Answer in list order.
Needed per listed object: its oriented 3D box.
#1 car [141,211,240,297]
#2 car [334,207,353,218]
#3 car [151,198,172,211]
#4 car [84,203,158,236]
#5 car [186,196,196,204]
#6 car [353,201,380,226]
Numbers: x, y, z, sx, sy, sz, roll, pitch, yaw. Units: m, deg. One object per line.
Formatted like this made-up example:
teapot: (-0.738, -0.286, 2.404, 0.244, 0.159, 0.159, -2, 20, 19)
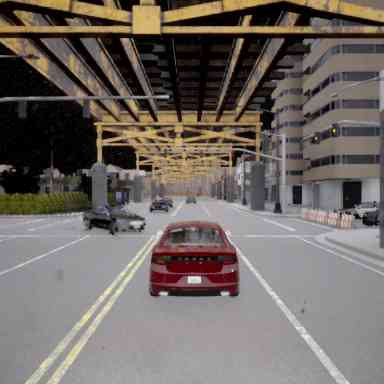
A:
car: (0.053, 1.478, 8.643, 1.882, 1.535, 5.008, 0, 0, 0)
car: (13.574, 1.295, 25.481, 4.536, 1.218, 1.853, 0, 0, 25)
car: (-3.684, 1.564, 38.282, 1.994, 1.385, 4.181, 0, 0, 0)
car: (-4.370, 1.491, 18.610, 2.128, 1.511, 4.902, 1, -1, -42)
car: (-0.153, 1.547, 63.319, 2.033, 1.411, 5.357, 0, 0, 0)
car: (13.211, 1.453, 21.343, 4.974, 1.542, 2.038, 0, 0, -20)
